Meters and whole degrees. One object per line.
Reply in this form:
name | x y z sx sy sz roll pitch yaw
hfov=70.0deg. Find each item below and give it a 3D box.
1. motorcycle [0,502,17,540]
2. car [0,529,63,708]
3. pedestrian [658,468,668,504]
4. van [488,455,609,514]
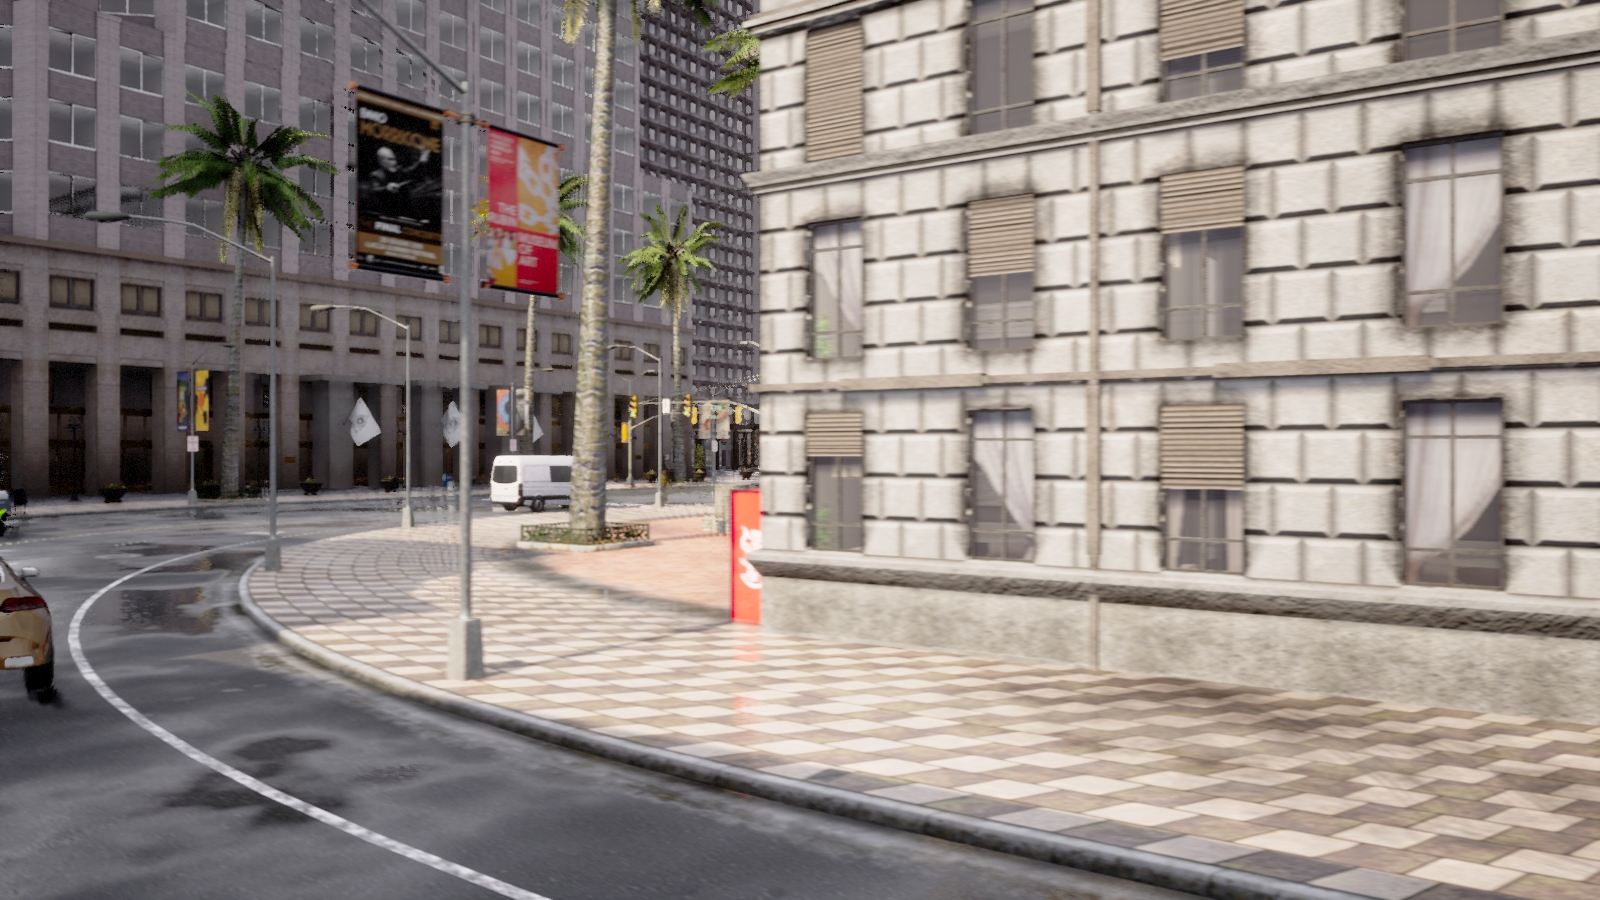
motorcycle | -25.095 2.213 35.030 0.803 1.145 2.033 0 0 -1
car | -10.682 1.992 14.166 2.152 1.651 5.027 0 0 -38
pedestrian | -7.037 1.849 58.725 0.375 1.860 0.375 0 0 31
van | -11.712 1.534 53.622 1.988 2.561 5.915 0 0 32
